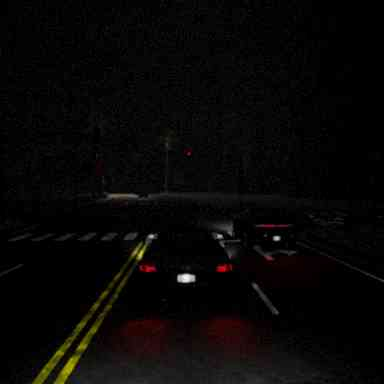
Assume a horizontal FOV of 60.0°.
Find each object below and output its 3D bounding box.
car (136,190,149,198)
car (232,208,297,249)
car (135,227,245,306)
[{"bbox_3d":[-10.067,0.577,69.103,2.033,1.411,5.357,0,1,-11],"label":"car"},{"bbox_3d":[2.896,1.401,14.135,2.128,1.511,4.902,0,0,-2],"label":"car"},{"bbox_3d":[-0.152,1.512,8.005,1.994,1.385,4.181,0,0,-1],"label":"car"}]
